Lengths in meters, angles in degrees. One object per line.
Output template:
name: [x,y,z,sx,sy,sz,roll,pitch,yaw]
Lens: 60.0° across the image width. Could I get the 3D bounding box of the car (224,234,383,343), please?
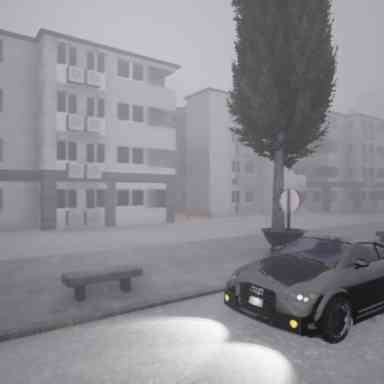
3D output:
car: [2.647,1.569,6.480,4.181,1.385,1.994,0,0,-35]
